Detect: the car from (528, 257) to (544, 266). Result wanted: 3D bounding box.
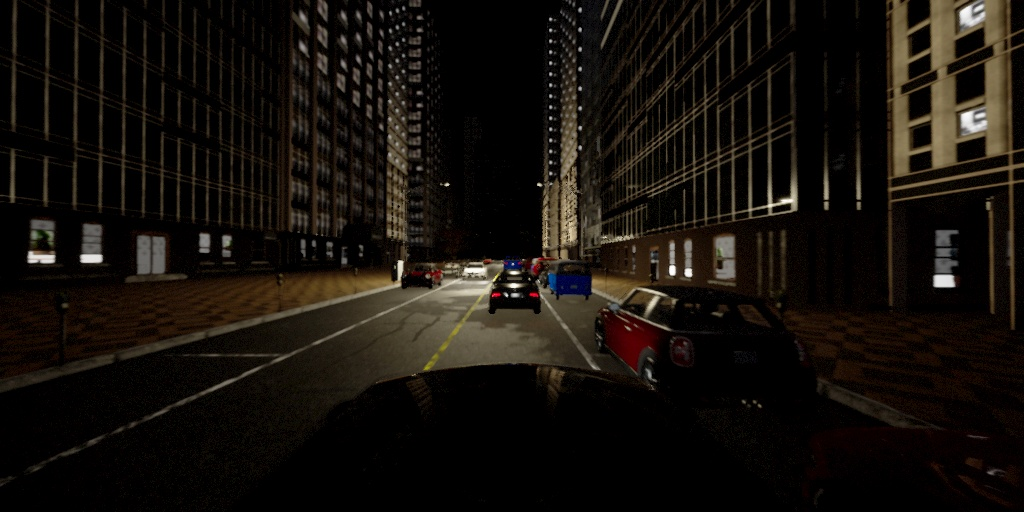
[{"bbox_3d":[2.686,1.080,28.643,2.192,1.841,5.009,0,0,0],"label":"car"}]

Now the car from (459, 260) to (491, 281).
[{"bbox_3d":[-3.072,1.292,30.719,1.812,1.442,4.674,0,0,0],"label":"car"}]

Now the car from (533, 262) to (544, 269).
[{"bbox_3d":[2.687,1.313,23.002,2.007,1.370,4.403,0,0,0],"label":"car"}]

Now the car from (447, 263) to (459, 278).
[{"bbox_3d":[-5.695,1.319,34.257,2.007,1.370,4.403,0,0,0],"label":"car"}]

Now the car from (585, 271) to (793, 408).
[{"bbox_3d":[2.691,1.193,6.077,1.967,1.591,4.097,0,0,0],"label":"car"}]

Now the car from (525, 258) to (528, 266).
[{"bbox_3d":[2.684,1.086,45.567,2.192,1.841,5.009,0,0,0],"label":"car"}]

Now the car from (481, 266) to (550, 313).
[{"bbox_3d":[0.097,1.306,14.032,2.033,1.411,5.357,0,0,0],"label":"car"}]

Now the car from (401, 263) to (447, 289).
[{"bbox_3d":[-5.693,1.203,22.972,1.967,1.591,4.097,0,0,0],"label":"car"}]

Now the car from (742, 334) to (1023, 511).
[{"bbox_3d":[2.692,1.294,0.436,1.888,1.381,4.507,0,0,0],"label":"car"}]

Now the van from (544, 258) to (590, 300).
[{"bbox_3d":[2.688,1.101,17.360,1.690,1.789,3.998,0,0,0],"label":"van"}]

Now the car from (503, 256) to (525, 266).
[{"bbox_3d":[0.092,0.992,42.914,2.150,2.045,5.566,0,0,0],"label":"car"}]
